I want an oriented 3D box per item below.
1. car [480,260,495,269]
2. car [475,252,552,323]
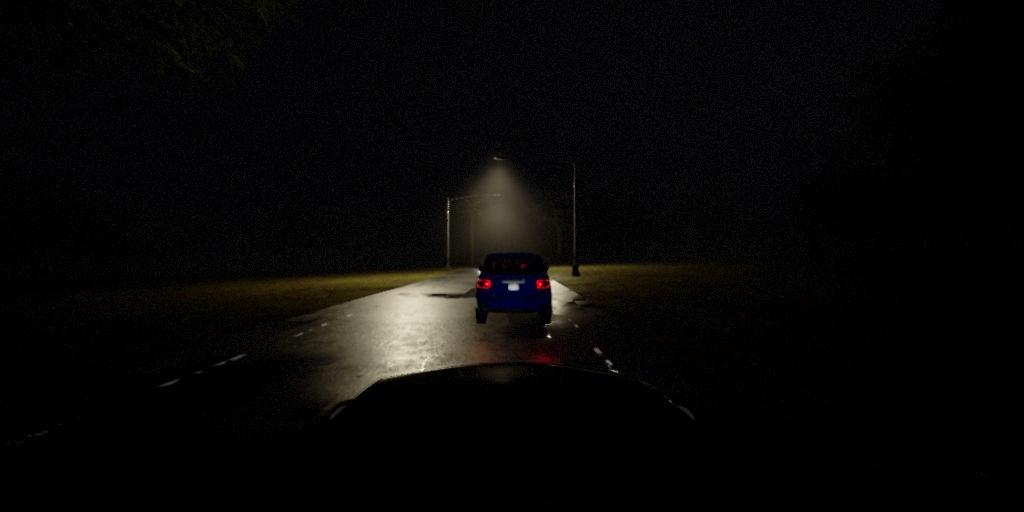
[{"bbox_3d":[-3.552,1.252,53.536,1.895,1.301,4.718,0,0,0],"label":"car"},{"bbox_3d":[0.058,0.889,11.885,2.150,2.045,5.566,0,0,0],"label":"car"}]
